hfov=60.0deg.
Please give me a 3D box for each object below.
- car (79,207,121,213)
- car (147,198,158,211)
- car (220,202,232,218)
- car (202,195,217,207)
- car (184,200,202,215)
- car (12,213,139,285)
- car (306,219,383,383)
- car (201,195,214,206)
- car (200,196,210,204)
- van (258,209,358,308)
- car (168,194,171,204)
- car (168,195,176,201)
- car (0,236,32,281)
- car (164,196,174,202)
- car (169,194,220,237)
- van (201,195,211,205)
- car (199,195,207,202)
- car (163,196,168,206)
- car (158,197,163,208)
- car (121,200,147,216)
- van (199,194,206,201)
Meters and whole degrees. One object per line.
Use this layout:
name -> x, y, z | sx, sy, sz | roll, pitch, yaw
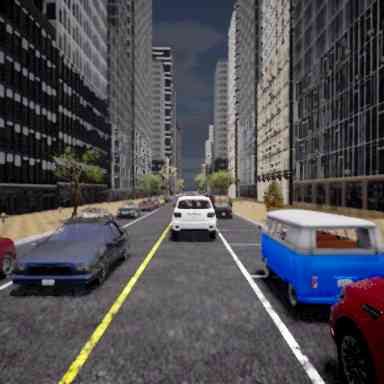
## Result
car -> -5.692, 1.593, 19.060 | 2.008, 1.369, 4.403 | -1, 0, 0
car -> -5.683, 1.675, 41.794 | 1.802, 1.307, 4.206 | -1, 0, 0
car -> 2.693, 1.621, 30.424 | 2.008, 1.369, 4.403 | -1, 0, 0
car -> 2.699, 1.435, 53.160 | 2.192, 1.841, 5.009 | -1, 0, 0
car -> 0.100, 1.608, 36.218 | 1.812, 1.442, 4.674 | 0, 0, 0
car -> -3.096, 1.569, 9.832 | 2.033, 1.411, 5.357 | 0, 0, 0
car -> 2.680, 1.321, 2.007 | 2.192, 1.841, 5.009 | -1, 0, 0
car -> 2.701, 1.448, 58.844 | 2.192, 1.841, 5.009 | -1, 0, 0
car -> 2.706, 1.597, 70.210 | 1.967, 1.590, 4.097 | -1, 0, 0
van -> 2.683, 1.360, 7.690 | 1.690, 1.788, 3.998 | -1, 0, 0
car -> -5.674, 1.721, 70.213 | 1.947, 1.339, 4.313 | -1, 0, 0
car -> -5.666, 1.641, 92.948 | 1.967, 1.590, 4.097 | -1, 0, 0
car -> -5.696, 1.598, 7.693 | 1.802, 1.307, 4.206 | -1, 0, 0
car -> -5.669, 1.729, 81.580 | 2.008, 1.369, 4.403 | -1, 0, 0
car -> 0.106, 1.263, 18.285 | 2.150, 2.045, 5.566 | 0, 0, 0
van -> 2.703, 1.486, 64.527 | 1.690, 1.788, 3.998 | -1, 0, 0
car -> 2.710, 1.621, 81.577 | 1.967, 1.590, 4.097 | -1, 0, 0
car -> -5.677, 1.655, 58.676 | 1.752, 1.417, 4.829 | -1, 0, 0
car -> -5.683, 1.546, 47.478 | 1.967, 1.590, 4.097 | -1, 0, 0
car -> -5.688, 1.619, 30.427 | 2.008, 1.369, 4.403 | -1, 0, 0
van -> 2.711, 1.533, 87.261 | 1.690, 1.788, 3.998 | -1, 0, 0
